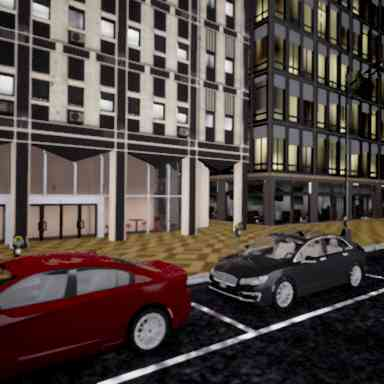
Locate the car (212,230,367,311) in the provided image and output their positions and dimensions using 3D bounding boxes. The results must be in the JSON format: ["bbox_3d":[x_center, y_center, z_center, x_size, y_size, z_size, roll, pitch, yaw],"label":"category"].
[{"bbox_3d":[2.394,1.611,7.799,4.403,1.369,2.008,1,0,-35],"label":"car"}]

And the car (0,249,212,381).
[{"bbox_3d":[-2.112,1.552,4.589,4.507,1.381,1.887,1,0,-35],"label":"car"}]
